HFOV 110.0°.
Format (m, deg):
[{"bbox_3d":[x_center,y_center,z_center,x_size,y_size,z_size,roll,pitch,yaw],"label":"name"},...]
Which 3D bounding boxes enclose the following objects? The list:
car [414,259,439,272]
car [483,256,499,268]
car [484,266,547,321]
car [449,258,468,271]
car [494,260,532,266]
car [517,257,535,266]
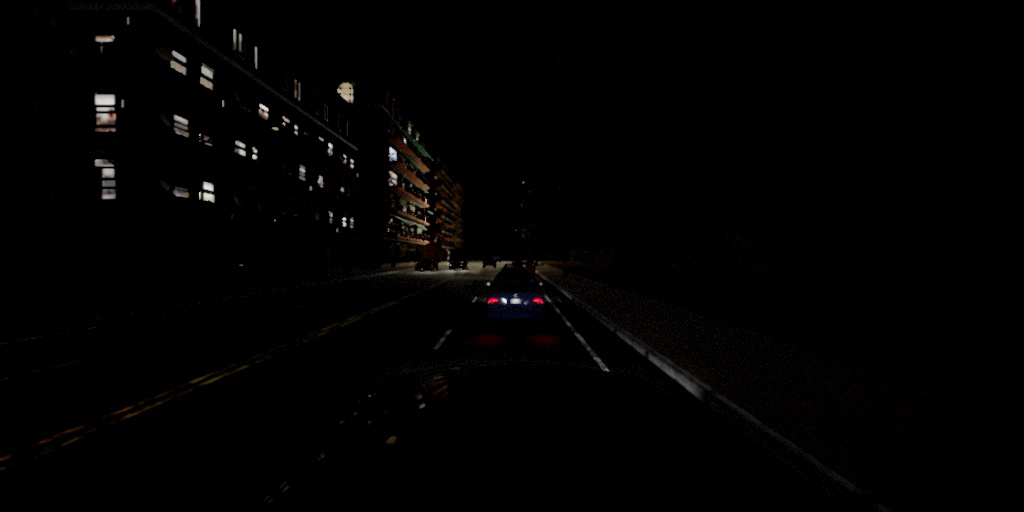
[{"bbox_3d":[-9.864,1.061,41.951,2.033,1.411,5.357,0,0,0],"label":"car"},{"bbox_3d":[-3.267,0.951,52.785,1.837,1.490,4.892,0,0,0],"label":"car"},{"bbox_3d":[0.095,1.237,12.032,2.033,1.411,5.357,0,0,0],"label":"car"},{"bbox_3d":[-6.609,1.004,44.436,1.837,1.490,4.892,0,0,0],"label":"car"},{"bbox_3d":[0.082,1.183,24.037,1.994,1.385,4.181,0,0,0],"label":"car"},{"bbox_3d":[1.117,0.909,34.471,2.097,1.767,4.553,0,0,0],"label":"car"}]
